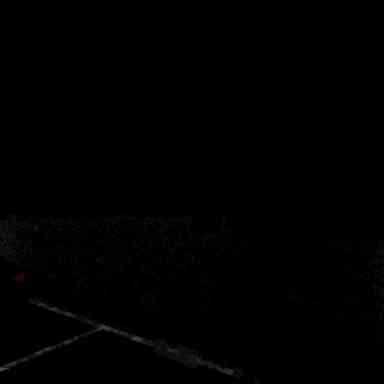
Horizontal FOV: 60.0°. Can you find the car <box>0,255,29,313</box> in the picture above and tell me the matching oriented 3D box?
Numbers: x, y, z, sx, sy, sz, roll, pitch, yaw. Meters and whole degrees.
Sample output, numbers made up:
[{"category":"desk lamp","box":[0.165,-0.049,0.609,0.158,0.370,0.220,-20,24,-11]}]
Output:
[{"category":"car","box":[-4.743,1.580,6.345,4.206,1.307,1.802,0,0,35]}]
